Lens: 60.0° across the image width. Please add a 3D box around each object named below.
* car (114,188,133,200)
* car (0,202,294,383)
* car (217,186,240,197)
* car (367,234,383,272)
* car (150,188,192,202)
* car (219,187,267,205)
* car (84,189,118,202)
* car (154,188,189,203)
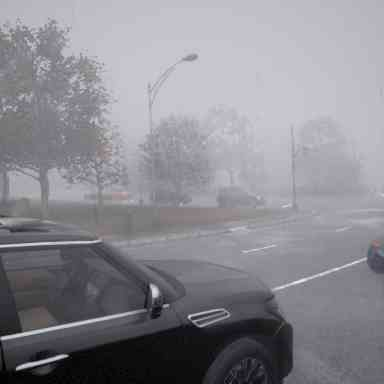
[{"bbox_3d":[-11.352,0.241,51.519,4.553,1.767,2.097,2,4,33],"label":"car"},{"bbox_3d":[-1.577,1.220,2.770,5.566,2.045,2.150,0,0,-35],"label":"car"},{"bbox_3d":[5.737,0.355,40.601,5.566,2.045,2.150,0,3,33],"label":"car"},{"bbox_3d":[6.653,1.449,9.396,4.181,1.385,1.994,-2,1,-42],"label":"car"},{"bbox_3d":[-2.714,0.515,41.847,5.566,2.045,2.150,0,3,33],"label":"car"},{"bbox_3d":[5.796,0.642,36.423,4.553,1.767,2.097,-1,3,33],"label":"car"},{"bbox_3d":[-13.666,0.646,48.860,4.718,1.301,1.895,2,4,33],"label":"car"},{"bbox_3d":[-2.869,0.446,46.104,4.553,1.767,2.097,1,3,33],"label":"car"}]
